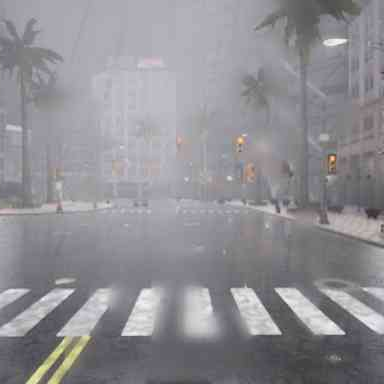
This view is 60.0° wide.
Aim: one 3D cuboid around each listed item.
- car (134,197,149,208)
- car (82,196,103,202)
[{"bbox_3d":[-7.247,1.463,47.962,2.128,1.511,4.902,0,0,-4],"label":"car"},{"bbox_3d":[-21.136,1.524,70.901,4.718,1.301,1.895,0,0,35],"label":"car"}]
